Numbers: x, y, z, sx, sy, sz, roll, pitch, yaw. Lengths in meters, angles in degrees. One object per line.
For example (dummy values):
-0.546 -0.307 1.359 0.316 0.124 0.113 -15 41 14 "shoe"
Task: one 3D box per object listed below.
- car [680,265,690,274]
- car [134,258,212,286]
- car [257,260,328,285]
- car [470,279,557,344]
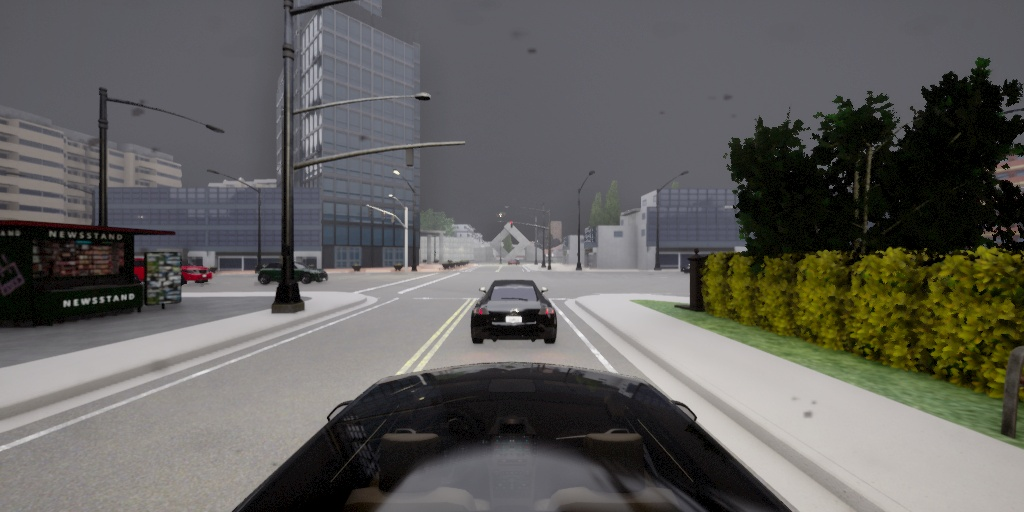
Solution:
20.340 1.254 38.346 4.181 1.385 1.994 0 0 -2 "car"
-26.013 1.180 27.075 5.566 2.045 2.150 -1 0 -1 "car"
-16.499 1.201 27.193 4.553 1.767 2.097 -1 0 -1 "car"
0.044 1.311 9.610 1.994 1.385 4.181 0 0 0 "car"
